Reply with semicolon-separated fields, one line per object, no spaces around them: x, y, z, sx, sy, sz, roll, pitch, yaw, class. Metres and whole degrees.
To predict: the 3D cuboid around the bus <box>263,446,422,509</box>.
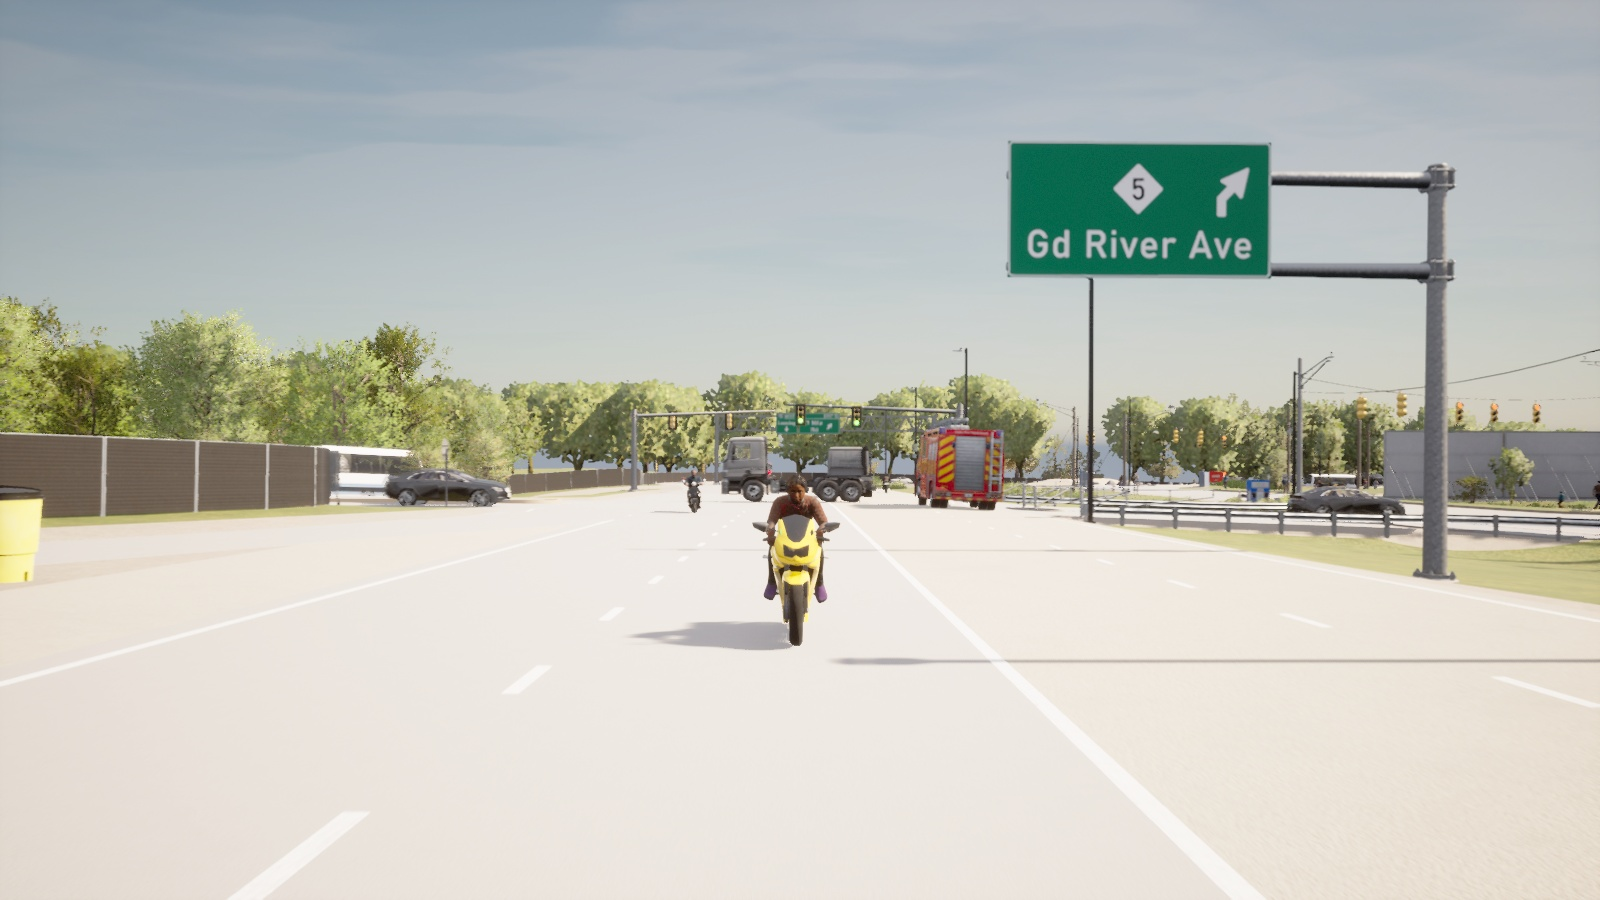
-33.108;2.154;91.412;3.944;4.253;10.273;-2;-4;37;bus

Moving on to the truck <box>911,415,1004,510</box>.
6.895;0.603;56.141;2.891;3.827;8.468;2;-1;0;truck

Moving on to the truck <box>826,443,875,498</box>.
3.298;1.365;83.752;2.891;3.462;7.936;0;-1;0;truck

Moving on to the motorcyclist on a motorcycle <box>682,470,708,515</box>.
-3.832;1.534;45.757;0.866;1.590;1.817;-1;-1;-7;motorcyclist on a motorcycle

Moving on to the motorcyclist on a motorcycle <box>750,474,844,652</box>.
-0.028;0.990;11.818;0.797;1.523;2.044;0;-1;0;motorcyclist on a motorcycle

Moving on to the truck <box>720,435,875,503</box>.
-0.166;0.994;65.546;7.936;3.462;2.891;0;-1;-1;truck

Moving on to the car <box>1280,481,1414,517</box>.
23.662;2.118;54.463;4.902;1.511;2.128;0;-1;-2;car

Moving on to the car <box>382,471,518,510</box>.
-14.088;1.614;50.720;4.902;1.511;2.128;0;-1;0;car
